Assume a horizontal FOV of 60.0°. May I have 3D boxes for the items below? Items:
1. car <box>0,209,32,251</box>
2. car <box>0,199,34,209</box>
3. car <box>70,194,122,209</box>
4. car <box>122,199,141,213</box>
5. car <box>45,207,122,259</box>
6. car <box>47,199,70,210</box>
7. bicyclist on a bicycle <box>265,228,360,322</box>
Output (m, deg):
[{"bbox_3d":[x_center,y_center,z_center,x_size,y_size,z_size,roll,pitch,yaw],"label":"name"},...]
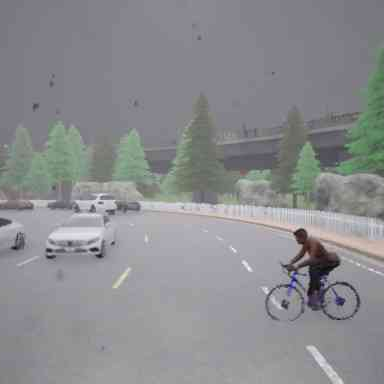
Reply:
[{"bbox_3d":[-7.403,1.525,11.403,1.812,1.442,4.674,0,0,-3],"label":"car"},{"bbox_3d":[-21.565,1.563,40.854,4.181,1.385,1.994,0,0,20],"label":"car"},{"bbox_3d":[-9.920,1.220,33.974,5.566,2.045,2.150,0,0,44],"label":"car"},{"bbox_3d":[-7.567,1.489,36.224,2.128,1.511,4.902,0,0,-45],"label":"car"},{"bbox_3d":[-4.010,1.525,12.718,1.812,1.442,4.674,0,0,-5],"label":"car"},{"bbox_3d":[-16.006,1.546,42.434,5.357,1.411,2.033,0,0,27],"label":"car"},{"bbox_3d":[2.071,1.453,5.760,1.656,1.620,0.582,-2,0,-1],"label":"bicyclist on a bicycle"}]
